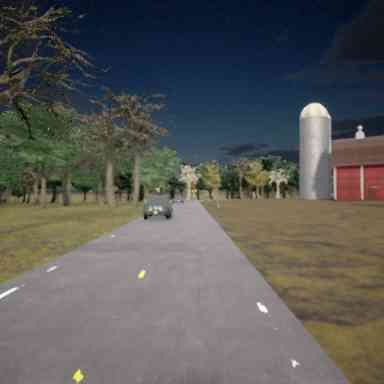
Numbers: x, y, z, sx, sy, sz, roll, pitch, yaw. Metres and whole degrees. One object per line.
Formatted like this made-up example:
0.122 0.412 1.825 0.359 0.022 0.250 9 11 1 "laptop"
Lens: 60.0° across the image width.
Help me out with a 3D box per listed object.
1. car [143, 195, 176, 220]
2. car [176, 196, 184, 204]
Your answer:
-2.858 1.286 28.792 2.150 2.045 5.566 0 -1 0 "car"
-2.772 1.579 68.451 2.097 1.767 4.553 0 0 0 "car"
